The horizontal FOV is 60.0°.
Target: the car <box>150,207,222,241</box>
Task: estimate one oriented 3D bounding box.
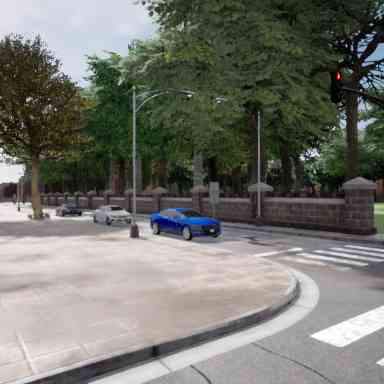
[{"bbox_3d":[-0.471,1.614,18.034,1.882,1.535,5.008,0,0,-36],"label":"car"}]

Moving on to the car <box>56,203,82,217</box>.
[{"bbox_3d":[-13.439,1.937,36.249,1.994,1.385,4.181,0,-1,-35],"label":"car"}]

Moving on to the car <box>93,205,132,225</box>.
[{"bbox_3d":[-6.398,1.763,26.337,1.812,1.442,4.674,0,0,-35],"label":"car"}]
